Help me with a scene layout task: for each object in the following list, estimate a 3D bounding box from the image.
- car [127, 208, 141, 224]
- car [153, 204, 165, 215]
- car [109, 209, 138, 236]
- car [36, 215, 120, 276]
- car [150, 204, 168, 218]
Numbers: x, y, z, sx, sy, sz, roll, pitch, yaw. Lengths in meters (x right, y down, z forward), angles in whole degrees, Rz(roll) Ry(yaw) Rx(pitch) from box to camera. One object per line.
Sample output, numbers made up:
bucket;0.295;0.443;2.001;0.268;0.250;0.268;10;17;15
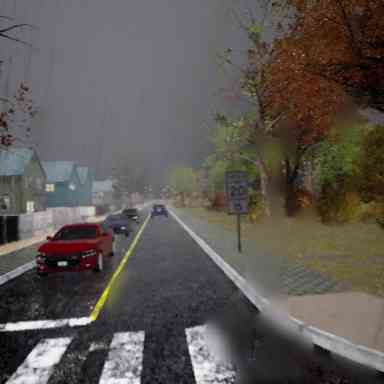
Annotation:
car;-6.096;2.377;32.994;1.837;1.490;4.892;-3;-1;-6
car;-5.189;2.698;52.219;1.837;1.490;4.892;-3;-1;-6
car;-5.054;2.178;22.620;2.033;1.411;5.357;-3;-1;-6
car;-3.998;1.862;12.110;1.882;1.535;5.008;-3;-1;-6
car;-4.189;2.311;42.241;2.097;1.767;4.553;-3;-1;-6
